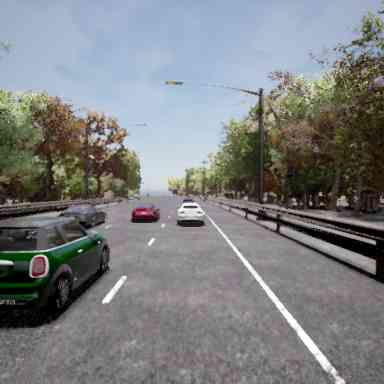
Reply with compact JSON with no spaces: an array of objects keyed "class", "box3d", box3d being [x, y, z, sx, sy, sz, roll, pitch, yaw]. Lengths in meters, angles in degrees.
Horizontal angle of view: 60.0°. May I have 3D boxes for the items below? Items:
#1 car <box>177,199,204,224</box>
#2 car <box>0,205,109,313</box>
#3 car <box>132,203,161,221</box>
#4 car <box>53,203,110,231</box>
[{"class":"car","box3d":[-0.113,1.513,24.252,1.812,1.442,4.674,0,0,-1]},{"class":"car","box3d":[-3.434,1.349,7.796,2.097,1.767,4.553,0,0,0]},{"class":"car","box3d":[-3.663,1.551,26.975,1.994,1.385,4.181,0,0,-1]},{"class":"car","box3d":[-7.082,1.538,21.997,2.033,1.411,5.357,0,0,-1]}]
